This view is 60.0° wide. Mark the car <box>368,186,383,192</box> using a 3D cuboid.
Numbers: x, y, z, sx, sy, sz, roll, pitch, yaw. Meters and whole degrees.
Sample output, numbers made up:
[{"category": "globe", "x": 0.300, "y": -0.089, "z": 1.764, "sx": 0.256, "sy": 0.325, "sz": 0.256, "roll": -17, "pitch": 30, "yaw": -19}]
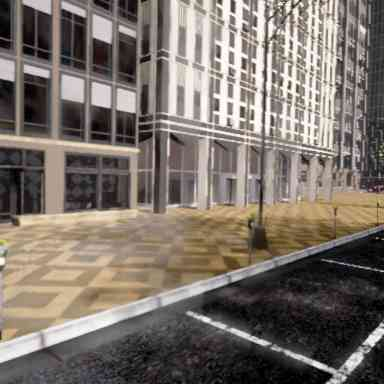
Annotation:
[{"category": "car", "x": 40.616, "y": -0.678, "z": 72.472, "sx": 4.097, "sy": 1.590, "sz": 1.967, "roll": 5, "pitch": 3, "yaw": 44}]

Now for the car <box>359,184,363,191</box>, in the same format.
[{"category": "car", "x": 36.689, "y": -1.120, "z": 76.339, "sx": 5.009, "sy": 1.841, "sz": 2.192, "roll": 5, "pitch": 3, "yaw": 44}]

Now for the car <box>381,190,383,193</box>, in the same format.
[{"category": "car", "x": 10.415, "y": 0.976, "z": 14.902, "sx": 2.192, "sy": 1.841, "sz": 5.009, "roll": 4, "pitch": 3, "yaw": 43}]
